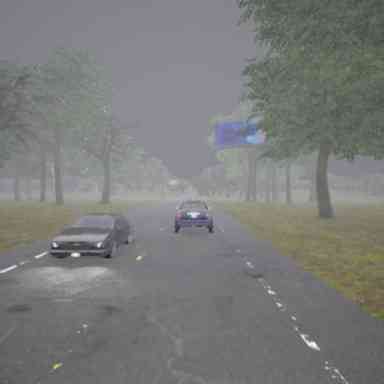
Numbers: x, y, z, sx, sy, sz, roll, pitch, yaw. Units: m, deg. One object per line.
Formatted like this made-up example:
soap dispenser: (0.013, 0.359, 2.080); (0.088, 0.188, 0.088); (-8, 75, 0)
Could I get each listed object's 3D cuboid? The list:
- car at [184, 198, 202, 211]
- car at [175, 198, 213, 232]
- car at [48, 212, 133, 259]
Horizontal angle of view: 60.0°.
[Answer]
car: (0.103, 1.439, 39.222); (1.994, 1.385, 4.181); (0, 0, 0)
car: (0.100, 1.276, 19.749); (2.097, 1.767, 4.553); (0, 0, 0)
car: (-3.497, 1.496, 12.651); (2.033, 1.411, 5.357); (0, 0, 0)
